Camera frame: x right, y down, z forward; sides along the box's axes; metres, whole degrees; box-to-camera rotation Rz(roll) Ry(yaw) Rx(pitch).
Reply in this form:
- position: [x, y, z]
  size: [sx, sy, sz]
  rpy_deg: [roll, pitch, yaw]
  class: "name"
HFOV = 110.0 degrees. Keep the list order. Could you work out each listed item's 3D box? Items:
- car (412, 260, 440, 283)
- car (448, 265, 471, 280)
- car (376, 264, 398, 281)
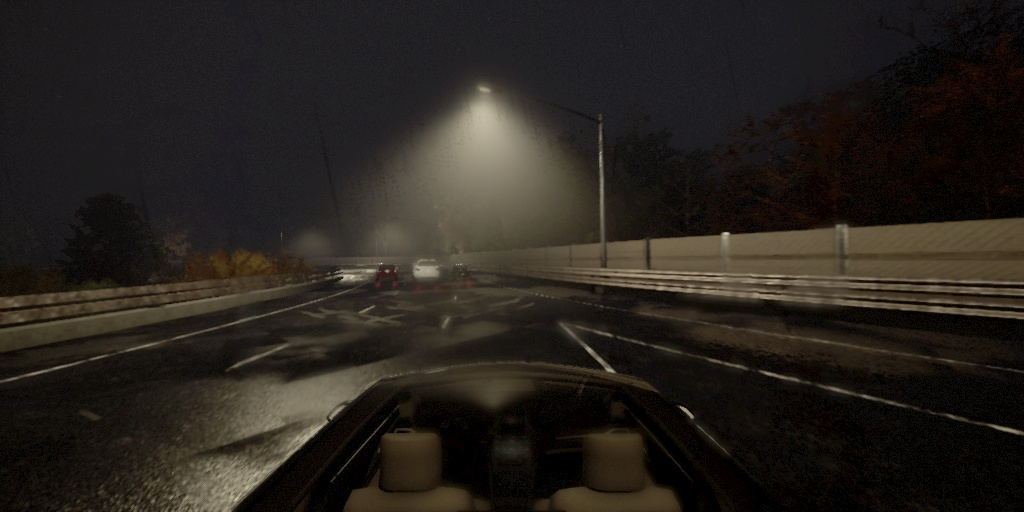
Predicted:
- position: [-7.996, 1.366, 33.399]
  size: [2.150, 2.045, 5.566]
  rpy_deg: [0, -1, -16]
  class: "car"
- position: [-5.521, 1.641, 37.487]
  size: [2.128, 1.511, 4.902]
  rpy_deg: [0, -1, -17]
  class: "car"
- position: [-12.993, 1.602, 37.361]
  size: [2.097, 1.767, 4.553]
  rpy_deg: [-1, -1, -19]
  class: "car"
